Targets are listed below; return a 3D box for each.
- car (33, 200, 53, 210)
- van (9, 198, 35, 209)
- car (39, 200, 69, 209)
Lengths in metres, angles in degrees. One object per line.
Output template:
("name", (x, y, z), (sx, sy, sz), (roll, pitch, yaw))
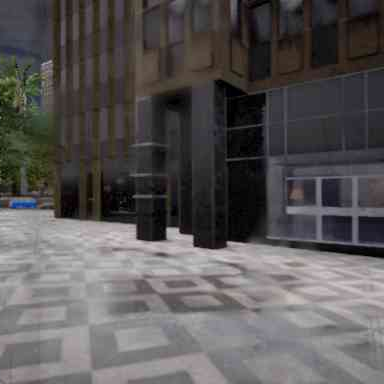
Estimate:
("car", (-20.645, 2.096, 49.237), (1.802, 1.307, 4.206), (-2, -2, 36))
("van", (-27.576, 1.908, 54.210), (1.690, 1.788, 3.998), (-2, -2, 36))
("car", (-24.350, 2.202, 58.690), (1.887, 1.381, 4.507), (-2, -2, 36))
